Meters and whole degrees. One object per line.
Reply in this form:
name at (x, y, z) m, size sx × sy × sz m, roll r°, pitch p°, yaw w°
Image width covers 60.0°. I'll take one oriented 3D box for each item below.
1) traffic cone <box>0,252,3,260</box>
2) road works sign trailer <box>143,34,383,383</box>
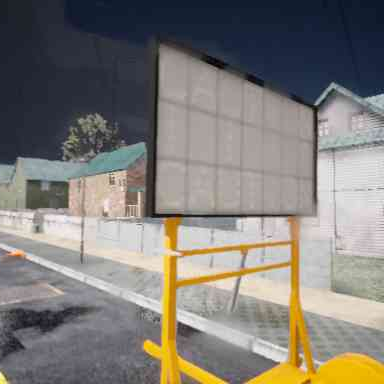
traffic cone at (-7.789, 2.446, 13.379) m, size 0.340 × 0.580 × 0.340 m, roll 4°, pitch -4°, yaw -42°
road works sign trailer at (0.395, 0.642, 3.294) m, size 2.380 × 3.560 × 2.880 m, roll 4°, pitch -4°, yaw -42°
